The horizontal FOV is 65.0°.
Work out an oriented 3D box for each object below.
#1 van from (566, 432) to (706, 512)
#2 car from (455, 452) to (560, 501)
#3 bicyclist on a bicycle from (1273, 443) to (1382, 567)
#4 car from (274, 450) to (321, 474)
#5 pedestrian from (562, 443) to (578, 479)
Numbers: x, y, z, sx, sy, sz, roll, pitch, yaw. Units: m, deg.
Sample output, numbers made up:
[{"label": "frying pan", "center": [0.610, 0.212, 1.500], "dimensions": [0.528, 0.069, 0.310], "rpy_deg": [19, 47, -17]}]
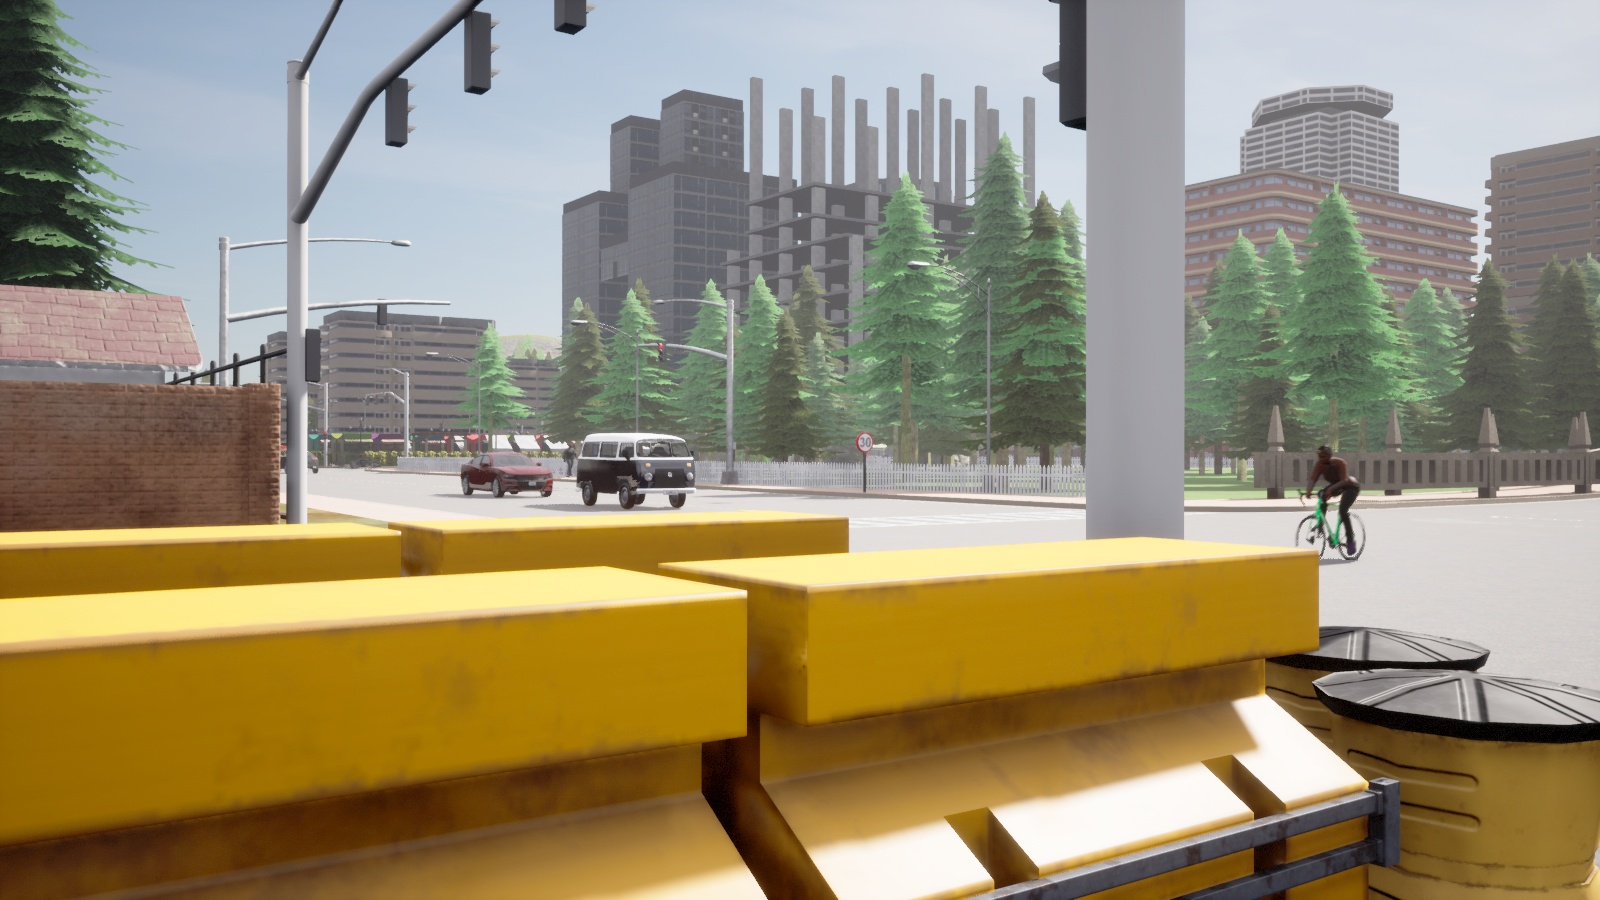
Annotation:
[{"label": "van", "center": [-4.568, 0.562, 34.452], "dimensions": [2.069, 2.038, 4.480], "rpy_deg": [0, 0, -33]}, {"label": "car", "center": [-10.040, 0.849, 42.858], "dimensions": [1.882, 1.535, 5.008], "rpy_deg": [0, 0, -33]}, {"label": "bicyclist on a bicycle", "center": [7.249, 0.724, 17.232], "dimensions": [1.656, 1.620, 0.582], "rpy_deg": [0, 0, -35]}, {"label": "car", "center": [-35.247, 0.813, 88.001], "dimensions": [2.152, 1.651, 5.027], "rpy_deg": [0, 0, -33]}, {"label": "pedestrian", "center": [-12.124, 0.591, 66.241], "dimensions": [0.563, 1.883, 0.849], "rpy_deg": [0, 0, -33]}]
